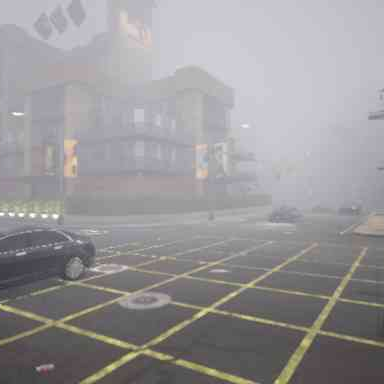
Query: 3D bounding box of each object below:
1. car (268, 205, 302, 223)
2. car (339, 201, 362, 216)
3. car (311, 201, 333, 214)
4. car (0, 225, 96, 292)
[{"bbox_3d":[7.891,1.813,28.096,1.994,1.385,4.181,-1,-1,32],"label":"car"},{"bbox_3d":[17.479,1.746,36.675,1.882,1.535,5.008,-1,-1,33],"label":"car"},{"bbox_3d":[16.037,1.851,40.856,1.812,1.442,4.674,-1,-1,32],"label":"car"},{"bbox_3d":[-4.599,1.632,8.091,1.837,1.490,4.892,-1,-1,32],"label":"car"}]
